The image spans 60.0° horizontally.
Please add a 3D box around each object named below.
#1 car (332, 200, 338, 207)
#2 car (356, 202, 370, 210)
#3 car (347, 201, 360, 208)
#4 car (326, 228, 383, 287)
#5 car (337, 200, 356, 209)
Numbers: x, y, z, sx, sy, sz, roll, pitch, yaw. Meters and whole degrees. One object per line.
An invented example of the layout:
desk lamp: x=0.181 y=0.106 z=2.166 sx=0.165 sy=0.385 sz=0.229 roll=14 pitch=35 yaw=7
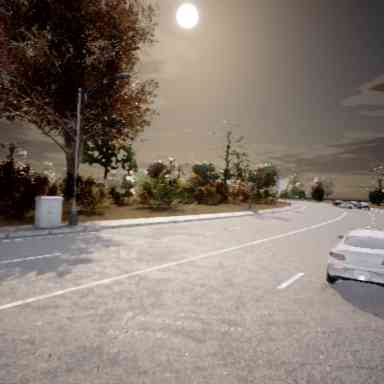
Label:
car: x=36.125 y=2.814 z=82.252 sx=1.882 sy=1.535 sz=5.008 roll=3 pitch=0 yaw=11
car: x=37.095 y=3.053 z=71.988 sx=1.812 sy=1.442 sz=4.674 roll=3 pitch=0 yaw=15
car: x=39.559 y=3.023 z=81.599 sx=1.812 sy=1.442 sz=4.674 roll=3 pitch=0 yaw=11
car: x=5.189 y=1.792 z=9.601 sx=1.812 sy=1.442 sz=4.674 roll=3 pitch=0 yaw=33
car: x=33.562 y=2.958 z=72.344 sx=1.895 sy=1.301 sz=4.718 roll=3 pitch=0 yaw=15
